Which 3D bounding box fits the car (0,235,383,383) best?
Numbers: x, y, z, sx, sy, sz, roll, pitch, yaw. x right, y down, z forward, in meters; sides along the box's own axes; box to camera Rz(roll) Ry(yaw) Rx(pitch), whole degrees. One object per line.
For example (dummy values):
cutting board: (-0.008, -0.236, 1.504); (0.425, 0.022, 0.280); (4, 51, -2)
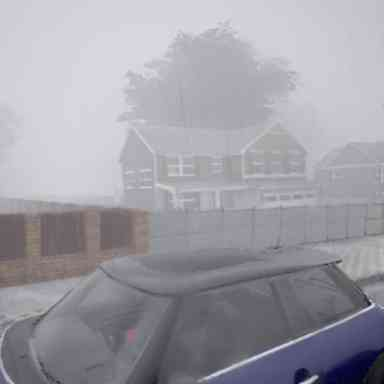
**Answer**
car: (-0.244, 1.346, 2.756); (4.553, 1.767, 2.097); (0, 0, -35)
